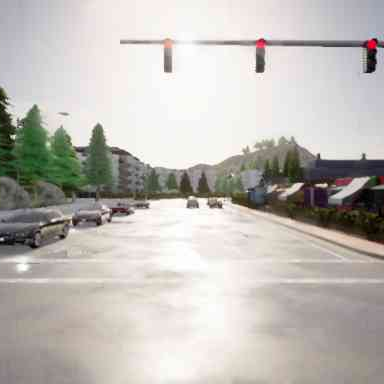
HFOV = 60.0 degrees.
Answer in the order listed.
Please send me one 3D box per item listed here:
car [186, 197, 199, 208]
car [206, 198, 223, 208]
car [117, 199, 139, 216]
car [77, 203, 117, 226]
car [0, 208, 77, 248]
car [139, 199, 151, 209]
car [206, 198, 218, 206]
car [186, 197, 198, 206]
[{"bbox_3d":[0.117,1.687,50.183,1.994,1.385,4.181,0,0,0],"label":"car"},{"bbox_3d":[3.514,1.725,49.521,1.895,1.301,4.718,0,0,0],"label":"car"},{"bbox_3d":[-7.070,1.683,34.441,1.895,1.301,4.718,0,0,0],"label":"car"},{"bbox_3d":[-7.091,1.584,24.143,1.812,1.442,4.674,0,0,0],"label":"car"},{"bbox_3d":[-7.114,1.543,14.952,1.837,1.490,4.892,0,0,1],"label":"car"},{"bbox_3d":[-7.020,1.674,46.894,1.994,1.385,4.181,0,0,1],"label":"car"},{"bbox_3d":[3.517,1.745,58.430,1.895,1.301,4.718,0,0,0],"label":"car"},{"bbox_3d":[0.017,1.634,59.081,2.128,1.511,4.902,0,0,0],"label":"car"}]
